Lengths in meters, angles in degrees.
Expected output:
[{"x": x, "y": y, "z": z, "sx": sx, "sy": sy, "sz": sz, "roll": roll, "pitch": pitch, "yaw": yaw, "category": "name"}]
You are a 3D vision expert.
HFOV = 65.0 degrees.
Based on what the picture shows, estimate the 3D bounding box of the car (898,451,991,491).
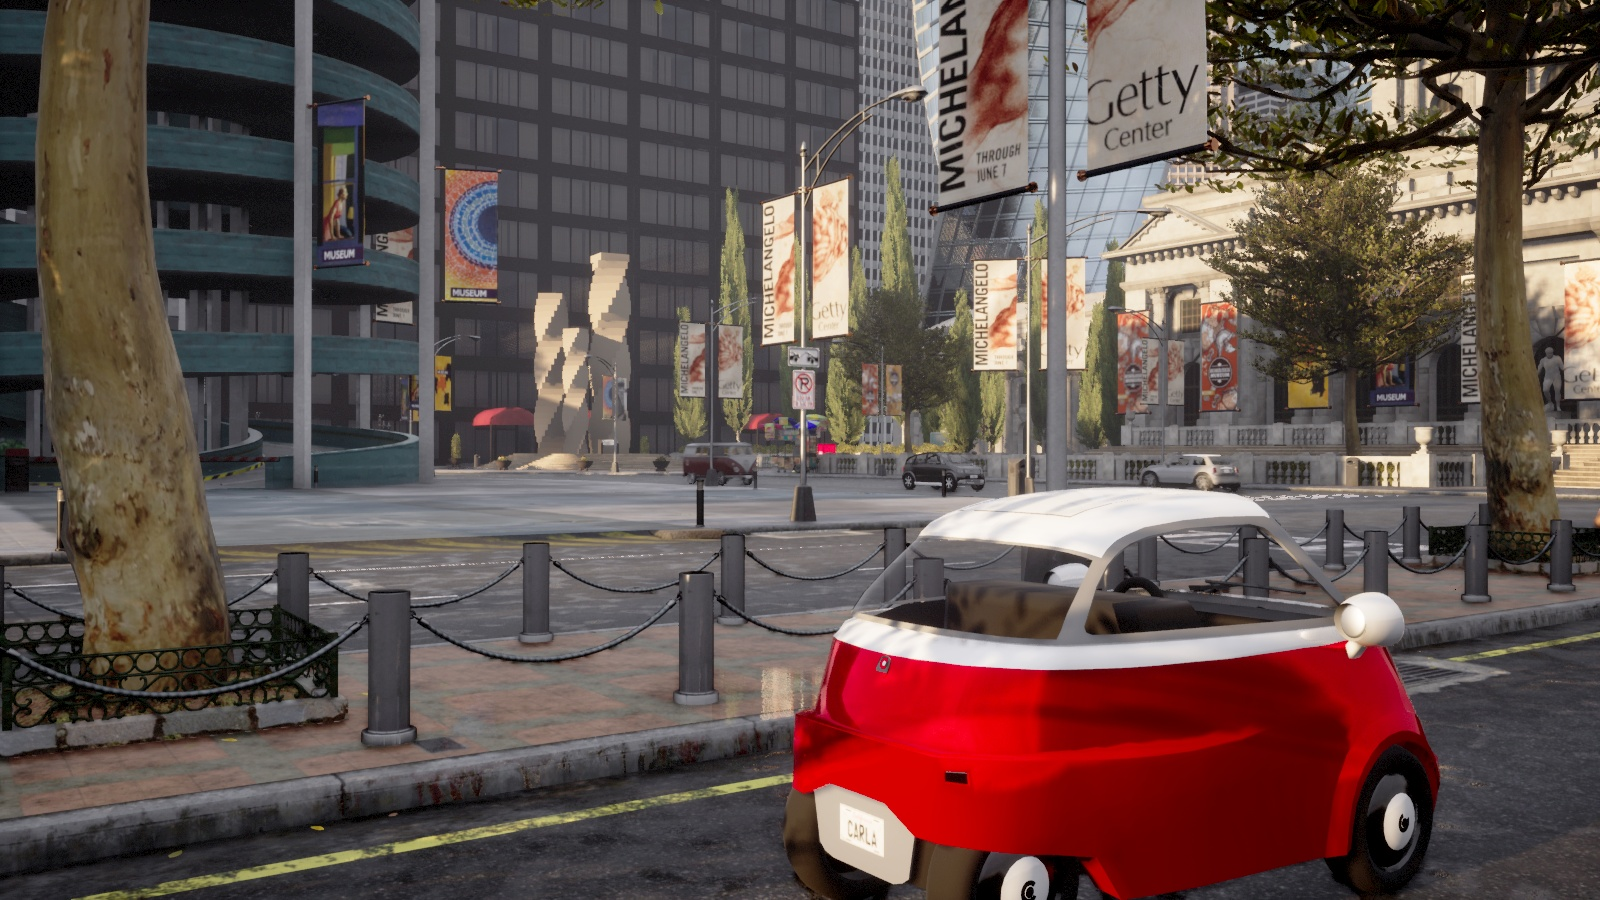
[{"x": 5.841, "y": 0.836, "z": 51.122, "sx": 1.789, "sy": 1.549, "sz": 3.705, "roll": 0, "pitch": 0, "yaw": -35, "category": "car"}]

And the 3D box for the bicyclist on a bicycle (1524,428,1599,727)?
[{"x": 4.964, "y": 0.688, "z": 7.177, "sx": 1.509, "sy": 1.612, "sz": 0.866, "roll": 0, "pitch": 0, "yaw": -35, "category": "bicyclist on a bicycle"}]

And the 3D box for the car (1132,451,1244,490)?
[{"x": 15.322, "y": 0.799, "z": 49.717, "sx": 1.970, "sy": 1.475, "sz": 3.806, "roll": 0, "pitch": 0, "yaw": -35, "category": "car"}]

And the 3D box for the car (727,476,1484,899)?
[{"x": 1.080, "y": 0.808, "z": 4.410, "sx": 2.207, "sy": 1.376, "sz": 1.481, "roll": 0, "pitch": 0, "yaw": -35, "category": "car"}]

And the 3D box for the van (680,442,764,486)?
[{"x": -3.672, "y": 0.649, "z": 58.607, "sx": 1.775, "sy": 1.987, "sz": 4.442, "roll": 0, "pitch": 0, "yaw": -37, "category": "van"}]

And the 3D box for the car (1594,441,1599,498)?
[{"x": 25.424, "y": 0.555, "z": 35.079, "sx": 2.152, "sy": 1.651, "sz": 5.027, "roll": 0, "pitch": 0, "yaw": -35, "category": "car"}]
